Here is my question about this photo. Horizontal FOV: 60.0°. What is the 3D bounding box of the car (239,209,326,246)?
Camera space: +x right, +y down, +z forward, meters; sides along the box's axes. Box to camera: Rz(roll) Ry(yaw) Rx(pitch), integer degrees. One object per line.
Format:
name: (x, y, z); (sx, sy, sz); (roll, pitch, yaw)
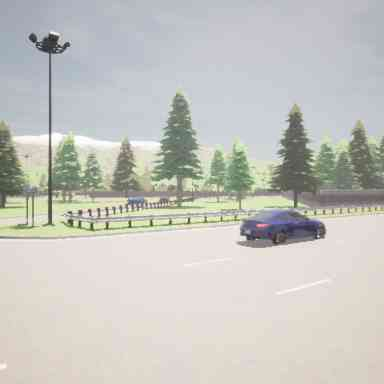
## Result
car: (4.217, 1.526, 15.332); (4.674, 1.442, 1.812); (0, 0, -35)

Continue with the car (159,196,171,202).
car: (-5.634, 1.525, 69.477); (1.812, 1.442, 4.674); (0, 0, 5)

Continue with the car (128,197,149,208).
car: (-7.821, 1.477, 48.836); (1.882, 1.535, 5.008); (0, 0, 9)
